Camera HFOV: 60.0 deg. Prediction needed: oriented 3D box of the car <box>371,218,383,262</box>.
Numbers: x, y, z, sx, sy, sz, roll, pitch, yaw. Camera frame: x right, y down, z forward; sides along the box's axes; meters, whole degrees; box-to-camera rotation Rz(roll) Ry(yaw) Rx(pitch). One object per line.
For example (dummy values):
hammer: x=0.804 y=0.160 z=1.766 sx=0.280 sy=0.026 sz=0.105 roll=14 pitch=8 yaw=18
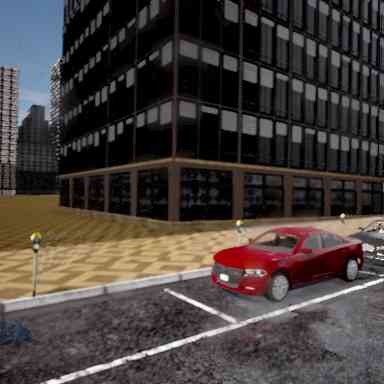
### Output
car: x=7.062 y=1.598 z=11.576 sx=4.403 sy=1.369 sz=2.008 roll=0 pitch=1 yaw=-35

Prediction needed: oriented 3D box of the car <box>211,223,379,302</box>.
car: x=2.523 y=1.570 z=8.339 sx=4.507 sy=1.381 sz=1.887 roll=0 pitch=1 yaw=-35
